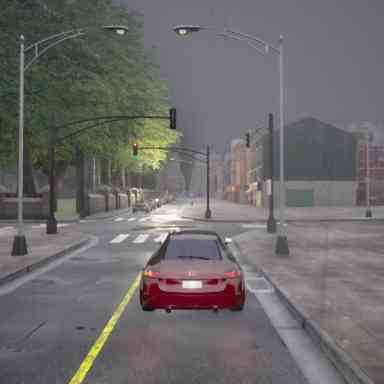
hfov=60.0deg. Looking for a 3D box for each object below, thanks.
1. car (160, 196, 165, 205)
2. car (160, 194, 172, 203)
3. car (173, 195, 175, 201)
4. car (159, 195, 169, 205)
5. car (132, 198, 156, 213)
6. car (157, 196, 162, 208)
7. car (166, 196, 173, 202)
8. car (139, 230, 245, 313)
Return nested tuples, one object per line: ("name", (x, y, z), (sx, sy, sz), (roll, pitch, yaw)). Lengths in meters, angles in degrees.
("car", (-5.578, 1.623, 49.413), (1.947, 1.339, 4.313), (1, 0, 0))
("car", (-5.702, 1.421, 65.763), (2.192, 1.841, 5.009), (1, 0, 0))
("car", (-5.834, 1.619, 82.113), (1.967, 1.590, 4.097), (1, 0, 0))
("car", (-5.665, 1.669, 60.312), (1.802, 1.307, 4.206), (1, 0, 0))
("car", (-5.506, 1.585, 36.827), (2.008, 1.369, 4.403), (1, 0, 0))
("car", (-5.535, 1.597, 43.963), (2.008, 1.369, 4.403), (1, 0, 0))
("car", (-5.878, 1.732, 87.393), (1.752, 1.417, 4.829), (1, 0, 0))
("car", (0.021, 1.568, 7.744), (1.994, 1.385, 4.181), (0, 0, 1))
